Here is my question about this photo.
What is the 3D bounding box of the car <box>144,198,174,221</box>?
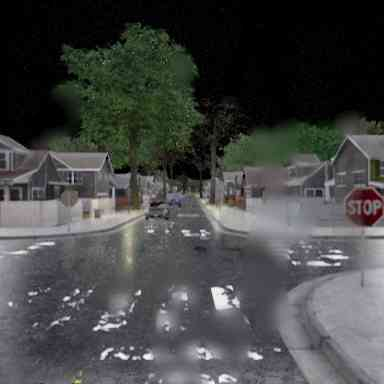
[{"bbox_3d":[-2.754,1.500,27.567,1.837,1.490,4.892,0,1,0],"label":"car"}]

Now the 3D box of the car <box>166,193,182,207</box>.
[{"bbox_3d":[-2.757,1.216,51.353,2.150,2.045,5.566,0,0,0],"label":"car"}]
